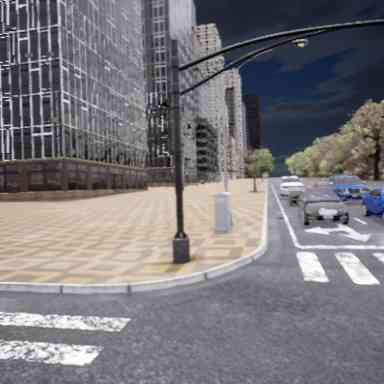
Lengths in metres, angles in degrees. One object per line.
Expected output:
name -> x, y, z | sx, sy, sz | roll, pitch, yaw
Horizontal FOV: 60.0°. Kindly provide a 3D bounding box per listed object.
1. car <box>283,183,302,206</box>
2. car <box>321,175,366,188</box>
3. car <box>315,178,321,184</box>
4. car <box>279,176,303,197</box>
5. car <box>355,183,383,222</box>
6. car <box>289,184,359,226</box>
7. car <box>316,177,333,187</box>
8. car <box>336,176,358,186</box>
car -> 8.145, 0.280, 25.034 | 1.895, 1.301, 4.718 | -2, 2, 13
car -> 11.411, -0.226, 24.796 | 2.150, 2.045, 5.566 | -2, 2, 13
car -> 13.724, -0.442, 34.873 | 1.812, 1.442, 4.674 | -2, 2, 13
car -> 10.516, -0.637, 35.468 | 2.150, 2.045, 5.566 | -2, 2, 13
car -> 9.237, 0.528, 15.125 | 1.882, 1.535, 5.008 | -2, 2, 13
car -> 6.106, 0.636, 15.997 | 2.128, 1.511, 4.902 | -2, 2, 13
car -> 21.328, -1.580, 53.708 | 1.812, 1.442, 4.674 | -4, 1, 13
car -> 24.466, -1.728, 52.729 | 2.128, 1.511, 4.902 | 0, 3, 13
